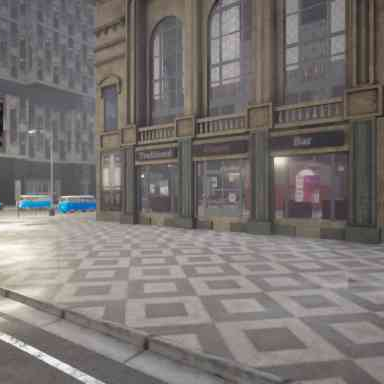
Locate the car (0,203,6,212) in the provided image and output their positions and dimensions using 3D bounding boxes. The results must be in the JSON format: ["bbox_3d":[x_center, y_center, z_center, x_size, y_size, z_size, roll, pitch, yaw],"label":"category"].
[{"bbox_3d":[-21.822,1.513,34.529,2.008,1.369,4.403,0,0,36],"label":"car"}]

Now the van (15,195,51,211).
[{"bbox_3d":[-18.550,1.292,39.097,1.690,1.788,3.998,0,0,36],"label":"van"}]

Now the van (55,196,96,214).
[{"bbox_3d":[-11.619,1.282,34.134,1.690,1.788,3.998,0,0,36],"label":"van"}]

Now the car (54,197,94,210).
[{"bbox_3d":[-15.378,1.466,43.526,1.752,1.417,4.829,0,0,36],"label":"car"}]
